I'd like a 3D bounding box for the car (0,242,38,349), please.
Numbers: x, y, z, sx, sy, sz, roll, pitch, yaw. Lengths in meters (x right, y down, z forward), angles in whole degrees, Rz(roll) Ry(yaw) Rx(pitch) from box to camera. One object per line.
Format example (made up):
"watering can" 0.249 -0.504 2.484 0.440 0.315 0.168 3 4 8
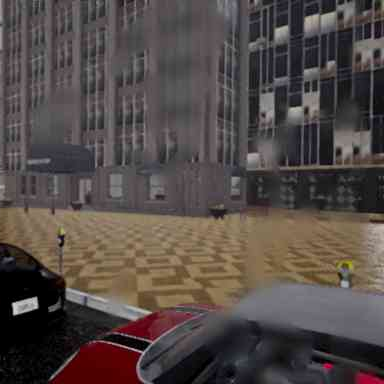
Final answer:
"car" -3.901 1.537 5.614 4.313 1.339 1.947 0 1 35

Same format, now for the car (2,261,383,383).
"car" 0.708 1.436 2.358 4.097 1.590 1.967 0 1 35
